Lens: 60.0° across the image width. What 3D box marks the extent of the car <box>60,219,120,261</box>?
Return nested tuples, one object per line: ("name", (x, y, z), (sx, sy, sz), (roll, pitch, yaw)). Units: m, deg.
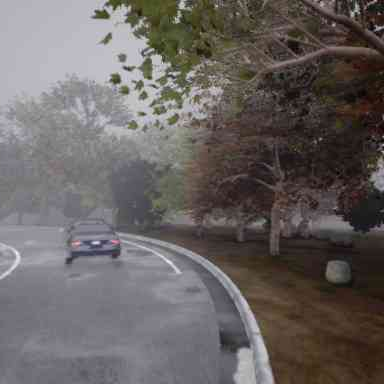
("car", (-4.190, 1.782, 13.386), (2.033, 1.411, 5.357), (0, -1, -23))
